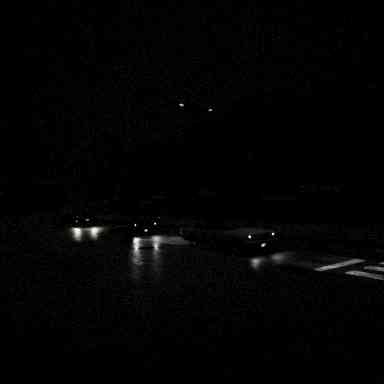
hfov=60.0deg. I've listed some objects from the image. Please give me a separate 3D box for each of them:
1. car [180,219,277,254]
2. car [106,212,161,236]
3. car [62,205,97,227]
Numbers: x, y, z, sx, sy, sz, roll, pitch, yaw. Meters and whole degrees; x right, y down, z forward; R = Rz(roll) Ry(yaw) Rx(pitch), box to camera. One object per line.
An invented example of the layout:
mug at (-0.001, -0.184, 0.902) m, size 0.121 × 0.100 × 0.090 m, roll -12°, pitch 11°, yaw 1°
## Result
car at (1.545, 1.921, 15.290) m, size 1.895 × 1.301 × 4.718 m, roll 0°, pitch -2°, yaw -38°
car at (-4.291, 2.270, 23.420) m, size 1.895 × 1.301 × 4.718 m, roll 0°, pitch -2°, yaw -36°
car at (-11.383, 2.369, 33.299) m, size 2.150 × 2.045 × 5.566 m, roll 0°, pitch -2°, yaw -36°
